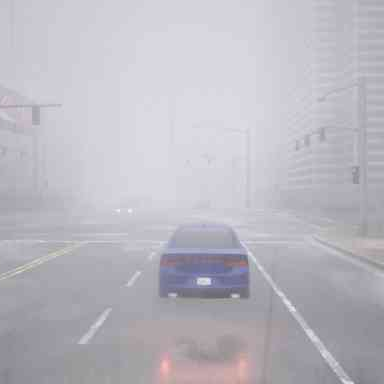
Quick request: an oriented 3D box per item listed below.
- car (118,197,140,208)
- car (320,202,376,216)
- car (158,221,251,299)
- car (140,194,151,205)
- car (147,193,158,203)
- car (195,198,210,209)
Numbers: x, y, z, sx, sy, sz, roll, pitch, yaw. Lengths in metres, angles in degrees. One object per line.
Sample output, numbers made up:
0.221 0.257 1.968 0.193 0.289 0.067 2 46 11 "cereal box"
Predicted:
-9.081 1.505 47.323 1.837 1.490 4.892 0 0 2 "car"
15.124 1.601 32.498 4.718 1.301 1.895 0 0 2 "car"
0.313 1.478 8.538 1.882 1.535 5.008 0 0 2 "car"
-8.744 1.526 57.359 1.812 1.442 4.674 0 0 2 "car"
-8.333 1.218 67.621 2.150 2.045 5.566 0 0 2 "car"
1.403 1.525 44.807 1.812 1.442 4.674 0 0 2 "car"
